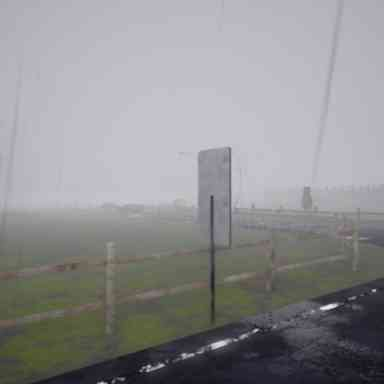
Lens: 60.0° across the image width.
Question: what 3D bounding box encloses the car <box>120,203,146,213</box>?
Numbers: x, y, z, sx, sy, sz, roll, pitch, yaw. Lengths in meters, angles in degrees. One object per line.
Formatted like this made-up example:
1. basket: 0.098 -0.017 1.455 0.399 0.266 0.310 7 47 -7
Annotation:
1. car: -9.083 2.442 50.805 2.033 1.411 5.357 0 -1 -33

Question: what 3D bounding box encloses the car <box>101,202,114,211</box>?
1. car: -14.656 2.568 58.970 1.882 1.535 5.008 0 -1 -34

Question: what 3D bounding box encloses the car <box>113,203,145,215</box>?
1. car: -8.217 2.330 44.378 2.033 1.411 5.357 0 -1 -34
